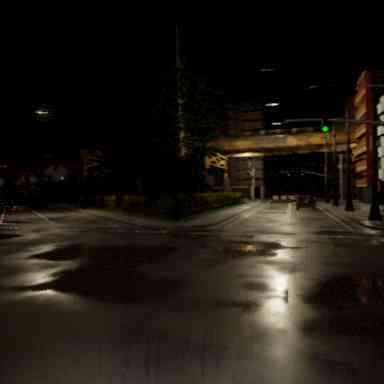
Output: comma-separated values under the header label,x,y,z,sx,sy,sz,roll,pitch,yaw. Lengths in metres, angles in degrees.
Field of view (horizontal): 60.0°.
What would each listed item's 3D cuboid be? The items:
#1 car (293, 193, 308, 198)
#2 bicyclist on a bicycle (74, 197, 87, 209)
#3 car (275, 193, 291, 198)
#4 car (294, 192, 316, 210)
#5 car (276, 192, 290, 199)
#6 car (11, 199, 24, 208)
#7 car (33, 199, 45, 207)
label,x,y,z,sx,sy,sz,roll,pitch,yaw
car,26.726,0.788,82.005,1.853,1.218,4.536,-1,0,-3
bicyclist on a bicycle,-15.397,1.559,45.884,1.656,1.620,0.582,-1,0,-29
car,22.872,0.858,83.494,1.853,1.218,4.536,-1,0,42
car,12.933,1.094,37.885,2.097,1.767,4.553,-1,0,17
car,22.841,1.016,83.455,2.038,1.542,4.974,-1,0,42
car,-31.041,2.027,59.063,2.128,1.511,4.902,-1,0,-29
car,-27.972,2.030,60.746,2.033,1.411,5.357,-1,0,-29
